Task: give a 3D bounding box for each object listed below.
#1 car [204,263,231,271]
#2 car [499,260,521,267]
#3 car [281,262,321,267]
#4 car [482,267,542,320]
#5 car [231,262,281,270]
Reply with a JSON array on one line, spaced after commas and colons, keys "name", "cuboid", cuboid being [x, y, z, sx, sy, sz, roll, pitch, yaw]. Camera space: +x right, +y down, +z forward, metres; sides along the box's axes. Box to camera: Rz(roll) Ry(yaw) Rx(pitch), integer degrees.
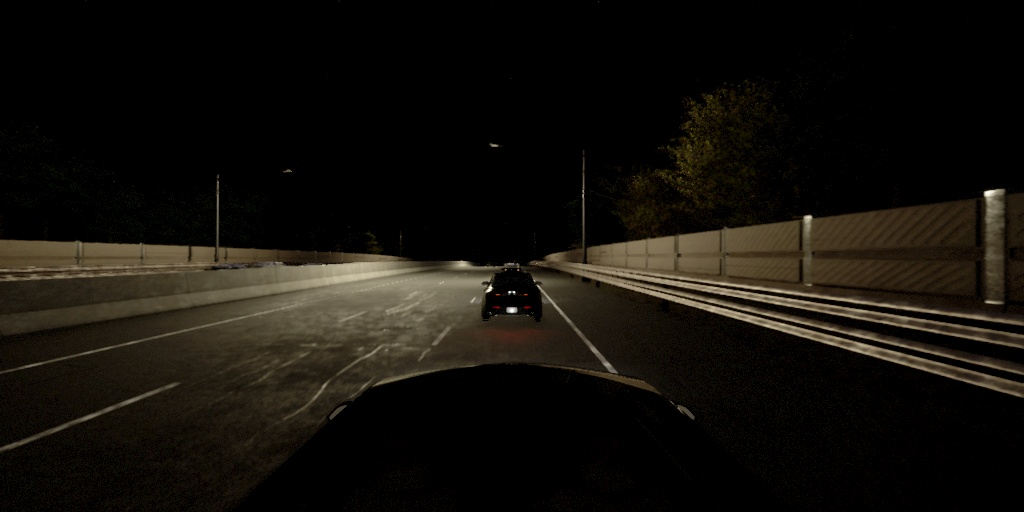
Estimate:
[{"name": "car", "cuboid": [-24.605, 1.327, 31.198, 1.994, 1.385, 4.181, 0, 0, 0]}, {"name": "car", "cuboid": [-0.014, 1.386, 36.306, 1.895, 1.301, 4.718, 0, 0, 0]}, {"name": "car", "cuboid": [-17.606, 1.327, 31.227, 1.994, 1.385, 4.181, 0, 0, 0]}, {"name": "car", "cuboid": [-0.004, 1.299, 12.559, 1.837, 1.490, 4.892, 0, 0, 0]}, {"name": "car", "cuboid": [-21.105, 1.254, 30.969, 2.128, 1.511, 4.902, 0, 0, 0]}]
